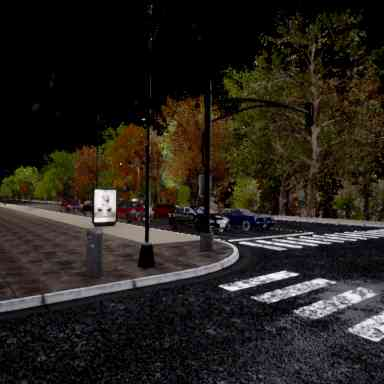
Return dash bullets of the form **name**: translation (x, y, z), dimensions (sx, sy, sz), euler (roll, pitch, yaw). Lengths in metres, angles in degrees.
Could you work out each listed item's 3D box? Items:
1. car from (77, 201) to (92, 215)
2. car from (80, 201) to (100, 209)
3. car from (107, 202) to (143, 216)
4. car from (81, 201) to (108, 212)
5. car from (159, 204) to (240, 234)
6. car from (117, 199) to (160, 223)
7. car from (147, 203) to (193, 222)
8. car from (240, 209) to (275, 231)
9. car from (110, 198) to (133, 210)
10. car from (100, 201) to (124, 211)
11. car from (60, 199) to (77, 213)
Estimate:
- **car**: translation (-10.125, 1.770, 35.222), dimensions (2.128, 1.511, 4.902), euler (1, -1, -35)
- **car**: translation (-17.848, 2.203, 57.969), dimensions (1.895, 1.301, 4.718), euler (1, -1, -35)
- **car**: translation (-7.560, 1.871, 37.220), dimensions (2.033, 1.411, 5.357), euler (1, -1, -35)
- **car**: translation (-13.558, 1.980, 45.958), dimensions (2.033, 1.411, 5.357), euler (1, -1, -34)
- **car**: translation (0.298, 1.582, 20.120), dimensions (2.128, 1.511, 4.902), euler (1, -1, -34)
- **car**: translation (-4.921, 1.537, 27.692), dimensions (2.097, 1.767, 4.553), euler (1, -1, -35)
- **car**: translation (-2.034, 1.750, 29.226), dimensions (1.812, 1.442, 4.674), euler (1, -1, -35)
- **car**: translation (3.120, 1.732, 21.771), dimensions (1.895, 1.301, 4.718), euler (1, -1, -35)
- **car**: translation (-11.591, 1.935, 54.713), dimensions (2.097, 1.767, 4.553), euler (1, -1, -34)
- **car**: translation (-11.976, 2.023, 49.529), dimensions (1.812, 1.442, 4.674), euler (1, -1, -34)
- **car**: translation (-15.727, 1.732, 43.378), dimensions (2.097, 1.767, 4.553), euler (1, -1, -34)
